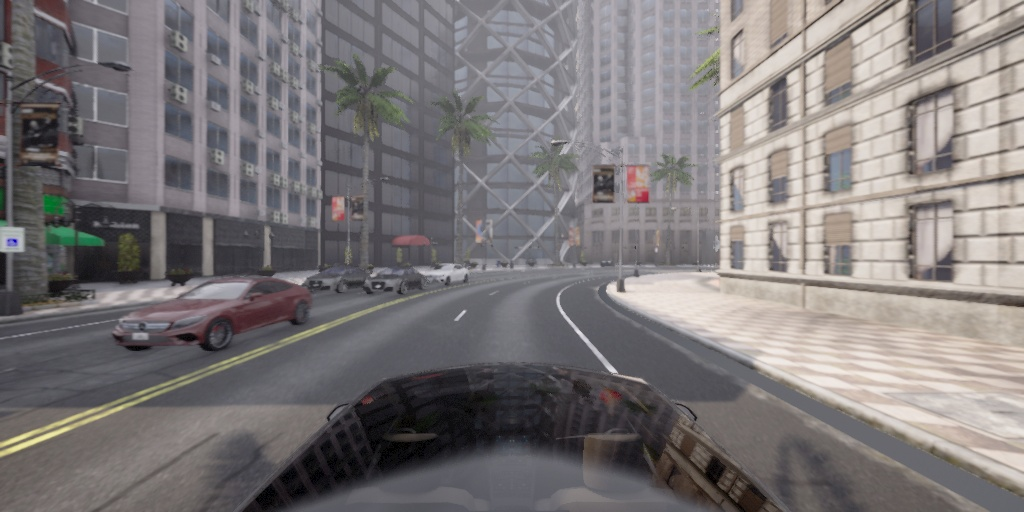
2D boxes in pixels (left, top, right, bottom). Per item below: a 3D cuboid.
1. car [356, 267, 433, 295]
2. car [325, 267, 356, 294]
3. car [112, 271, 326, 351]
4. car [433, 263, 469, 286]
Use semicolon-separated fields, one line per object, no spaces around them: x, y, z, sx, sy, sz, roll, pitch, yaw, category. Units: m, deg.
-6.269;1.306;19.661;1.994;1.385;4.181;0;0;10;car
-9.708;1.301;20.317;1.994;1.385;4.181;0;0;10;car
-6.981;1.265;9.113;1.812;1.442;4.674;0;0;1;car
-4.632;1.269;25.863;1.812;1.442;4.674;0;0;18;car
